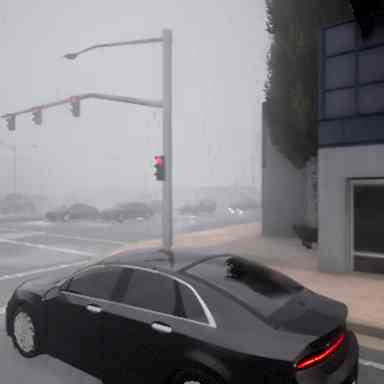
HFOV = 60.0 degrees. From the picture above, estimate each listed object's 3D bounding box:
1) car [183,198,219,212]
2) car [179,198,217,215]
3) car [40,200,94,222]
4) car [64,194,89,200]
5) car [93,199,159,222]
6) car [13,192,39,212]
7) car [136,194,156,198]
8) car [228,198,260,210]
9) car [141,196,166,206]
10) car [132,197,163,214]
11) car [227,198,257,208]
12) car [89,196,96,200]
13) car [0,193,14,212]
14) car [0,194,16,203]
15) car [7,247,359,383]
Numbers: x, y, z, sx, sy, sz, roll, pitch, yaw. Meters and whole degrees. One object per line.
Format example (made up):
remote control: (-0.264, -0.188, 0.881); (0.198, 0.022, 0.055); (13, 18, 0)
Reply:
car: (1.168, 1.521, 41.313); (1.882, 1.535, 5.008); (0, 0, 37)
car: (0.603, 1.562, 34.696); (1.812, 1.442, 4.674); (0, 0, 37)
car: (-9.570, 1.607, 26.838); (1.994, 1.385, 4.181); (0, 0, 36)
car: (-22.479, 1.255, 63.546); (4.605, 1.855, 1.932); (0, 0, 35)
car: (-5.193, 1.542, 26.897); (1.837, 1.490, 4.892); (0, 0, 36)
car: (-19.464, 1.225, 37.403); (3.866, 1.878, 1.905); (0, 0, 35)
car: (-8.163, 1.226, 53.446); (3.866, 1.878, 1.905); (0, 0, 35)
car: (6.961, 1.584, 43.206); (2.033, 1.411, 5.357); (0, 0, 37)
car: (-6.482, 1.465, 55.803); (3.806, 1.475, 1.970); (0, 0, 35)
car: (-4.366, 1.569, 33.878); (1.812, 1.442, 4.674); (0, 0, 37)
car: (7.517, 1.590, 49.753); (2.033, 1.411, 5.357); (0, 0, 37)
car: (-20.754, 1.466, 65.873); (3.905, 1.438, 1.784); (0, 0, 35)
car: (-21.180, 1.223, 35.071); (4.605, 1.855, 1.932); (0, 0, 35)
car: (-37.981, 1.283, 67.711); (4.605, 1.855, 1.932); (0, 0, 35)
car: (-0.547, 1.510, 4.377); (4.892, 1.490, 1.837); (0, 0, 35)
